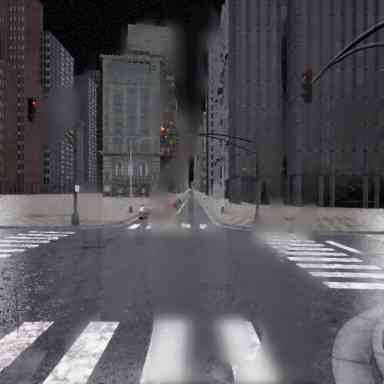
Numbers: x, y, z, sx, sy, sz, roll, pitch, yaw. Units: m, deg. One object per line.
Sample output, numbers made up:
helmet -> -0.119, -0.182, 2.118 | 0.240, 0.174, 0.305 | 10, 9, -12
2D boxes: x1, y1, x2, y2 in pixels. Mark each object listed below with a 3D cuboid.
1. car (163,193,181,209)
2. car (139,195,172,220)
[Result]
car -> -3.093, 1.220, 45.403 | 2.150, 2.045, 5.566 | 0, 0, 0
car -> -3.119, 1.351, 27.828 | 2.097, 1.767, 4.553 | 0, 0, 1
